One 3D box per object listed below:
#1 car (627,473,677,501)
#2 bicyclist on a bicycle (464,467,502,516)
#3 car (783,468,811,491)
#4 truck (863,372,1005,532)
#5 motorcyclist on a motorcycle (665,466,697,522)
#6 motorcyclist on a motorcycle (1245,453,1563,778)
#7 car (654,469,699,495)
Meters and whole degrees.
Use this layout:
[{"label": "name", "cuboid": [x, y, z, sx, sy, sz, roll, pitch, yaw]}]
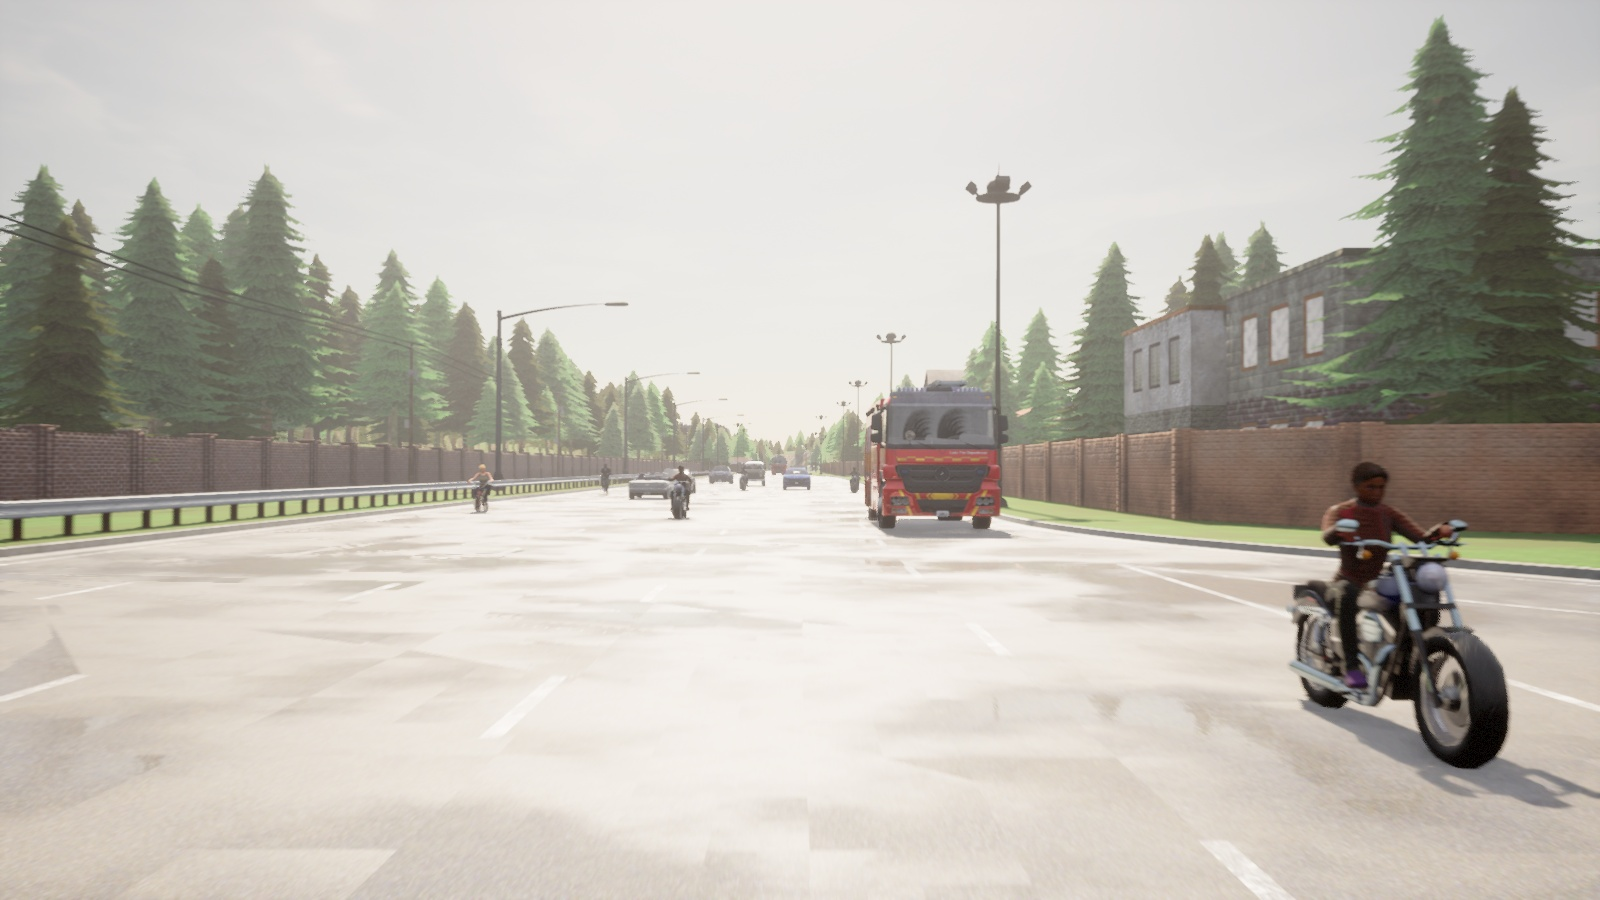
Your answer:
[{"label": "car", "cuboid": [-7.145, 1.787, 61.186, 1.895, 1.301, 4.718, 0, -1, 0]}, {"label": "bicyclist on a bicycle", "cuboid": [-10.595, 1.371, 41.998, 0.866, 1.612, 1.509, 0, -1, 0]}, {"label": "car", "cuboid": [-0.207, 1.996, 87.192, 1.882, 1.535, 5.008, 0, -1, 0]}, {"label": "truck", "cuboid": [3.415, 0.106, 34.248, 2.891, 3.827, 8.468, 0, -1, 0]}, {"label": "motorcyclist on a motorcycle", "cuboid": [-3.591, 1.301, 38.011, 0.766, 1.649, 2.350, 0, -1, 0]}, {"label": "motorcyclist on a motorcycle", "cuboid": [3.482, 0.851, 7.554, 0.766, 1.649, 2.350, 0, -1, 0]}, {"label": "car", "cuboid": [-7.174, 1.857, 73.559, 2.163, 1.488, 4.792, 0, -1, 0]}]
